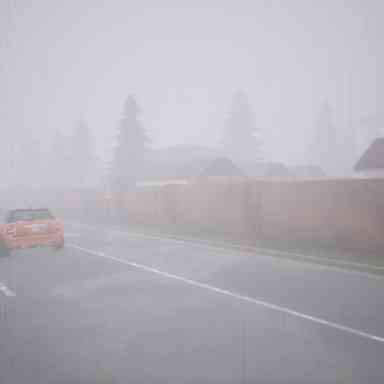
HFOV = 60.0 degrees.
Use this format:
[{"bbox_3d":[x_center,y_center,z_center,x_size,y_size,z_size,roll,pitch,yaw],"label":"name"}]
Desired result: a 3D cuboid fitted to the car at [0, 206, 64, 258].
[{"bbox_3d":[-6.865,1.352,13.267,2.097,1.767,4.553,-1,0,-41],"label":"car"}]
